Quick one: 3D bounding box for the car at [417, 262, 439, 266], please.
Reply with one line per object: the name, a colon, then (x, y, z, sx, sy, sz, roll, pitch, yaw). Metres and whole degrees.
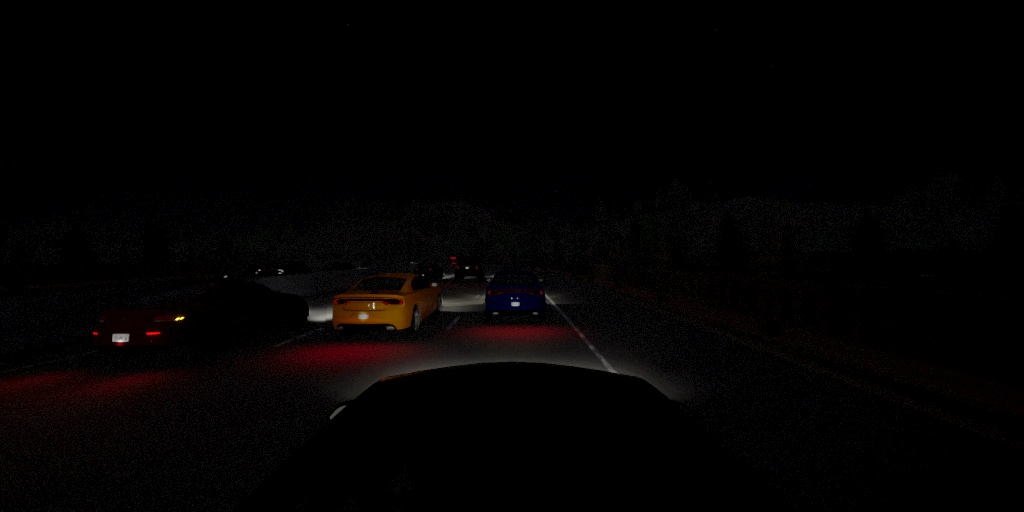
car: (-7.054, 1.280, 30.413, 2.128, 1.511, 4.902, 0, 0, -2)

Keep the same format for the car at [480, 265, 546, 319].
car: (0.101, 1.236, 12.804, 1.882, 1.535, 5.008, 0, 0, 0)

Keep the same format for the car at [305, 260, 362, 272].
car: (-14.244, 1.291, 28.951, 1.837, 1.490, 4.892, 0, 0, -2)

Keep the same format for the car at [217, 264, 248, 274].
car: (-21.231, 1.349, 28.510, 1.994, 1.385, 4.181, 0, 0, -2)

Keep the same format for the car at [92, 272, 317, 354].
car: (-6.900, 1.281, 8.628, 1.812, 1.442, 4.674, 0, 0, 0)

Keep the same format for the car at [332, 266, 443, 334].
car: (-3.400, 1.234, 10.685, 1.882, 1.535, 5.008, 0, 0, 0)

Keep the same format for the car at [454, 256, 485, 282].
car: (-3.522, 1.009, 30.088, 2.150, 2.045, 5.566, 0, 0, -2)

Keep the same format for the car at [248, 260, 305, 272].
car: (-17.721, 1.136, 27.966, 2.097, 1.767, 4.553, 0, 0, -2)
